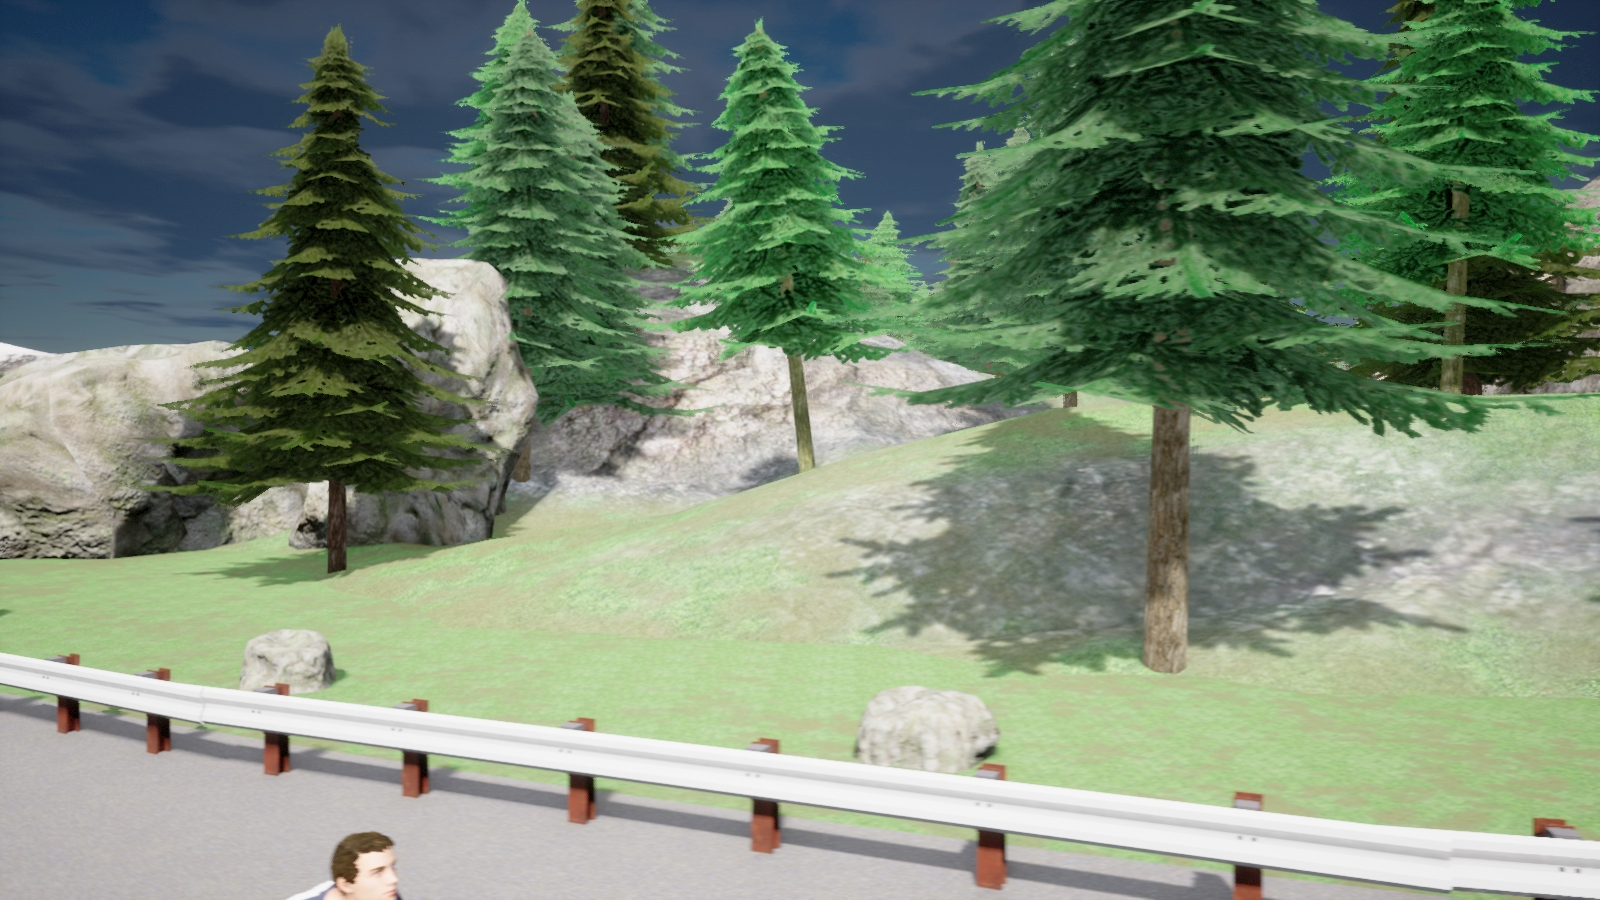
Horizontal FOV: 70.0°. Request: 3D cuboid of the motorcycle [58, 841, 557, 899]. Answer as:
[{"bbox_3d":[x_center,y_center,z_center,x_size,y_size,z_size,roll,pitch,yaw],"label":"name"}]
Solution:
[{"bbox_3d":[-1.544,2.177,3.833,2.033,1.217,0.803,0,0,22],"label":"motorcycle"}]
